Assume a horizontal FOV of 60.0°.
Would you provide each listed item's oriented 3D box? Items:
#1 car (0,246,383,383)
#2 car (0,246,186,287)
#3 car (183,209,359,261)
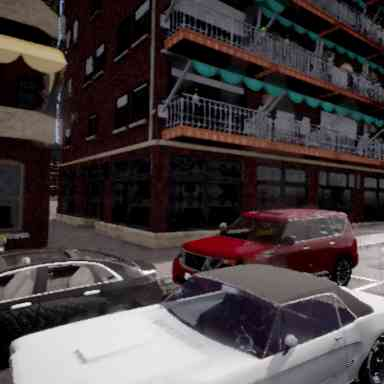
[{"bbox_3d":[0.519,1.624,3.747,4.718,1.301,1.895,1,0,-35],"label":"car"},{"bbox_3d":[-2.514,1.557,4.750,4.403,1.369,2.008,1,1,-35],"label":"car"},{"bbox_3d":[2.000,1.372,7.965,5.009,1.841,2.192,1,1,-35],"label":"car"}]
